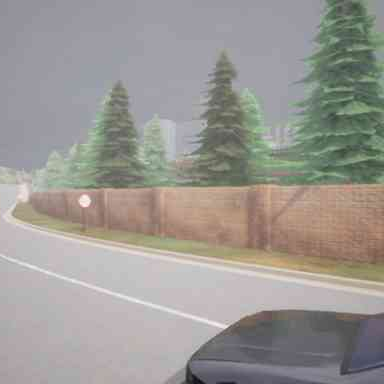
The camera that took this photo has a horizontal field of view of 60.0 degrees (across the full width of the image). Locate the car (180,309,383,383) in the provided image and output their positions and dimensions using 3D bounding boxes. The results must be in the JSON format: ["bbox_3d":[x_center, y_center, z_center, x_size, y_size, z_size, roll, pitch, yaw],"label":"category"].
[{"bbox_3d":[2.466,1.566,2.244,5.357,1.411,2.033,0,0,36],"label":"car"}]
